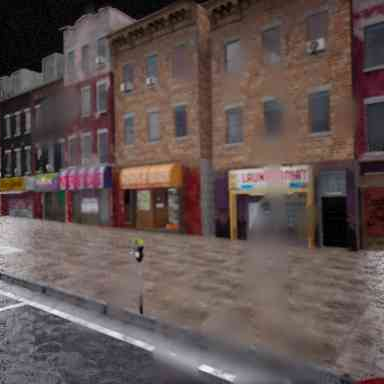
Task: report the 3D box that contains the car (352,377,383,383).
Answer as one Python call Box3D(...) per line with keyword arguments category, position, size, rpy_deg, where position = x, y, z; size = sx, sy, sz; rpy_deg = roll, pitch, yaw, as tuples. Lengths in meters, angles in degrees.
Box3D(category="car", position=(2.632, 1.554, 0.960), size=(4.507, 1.381, 1.887), rpy_deg=(0, -1, 36))
